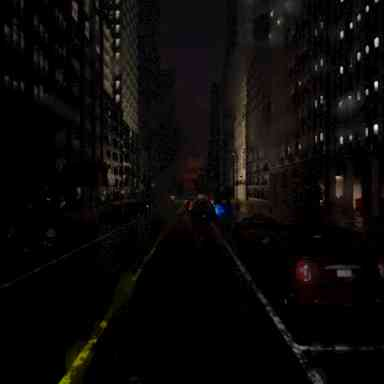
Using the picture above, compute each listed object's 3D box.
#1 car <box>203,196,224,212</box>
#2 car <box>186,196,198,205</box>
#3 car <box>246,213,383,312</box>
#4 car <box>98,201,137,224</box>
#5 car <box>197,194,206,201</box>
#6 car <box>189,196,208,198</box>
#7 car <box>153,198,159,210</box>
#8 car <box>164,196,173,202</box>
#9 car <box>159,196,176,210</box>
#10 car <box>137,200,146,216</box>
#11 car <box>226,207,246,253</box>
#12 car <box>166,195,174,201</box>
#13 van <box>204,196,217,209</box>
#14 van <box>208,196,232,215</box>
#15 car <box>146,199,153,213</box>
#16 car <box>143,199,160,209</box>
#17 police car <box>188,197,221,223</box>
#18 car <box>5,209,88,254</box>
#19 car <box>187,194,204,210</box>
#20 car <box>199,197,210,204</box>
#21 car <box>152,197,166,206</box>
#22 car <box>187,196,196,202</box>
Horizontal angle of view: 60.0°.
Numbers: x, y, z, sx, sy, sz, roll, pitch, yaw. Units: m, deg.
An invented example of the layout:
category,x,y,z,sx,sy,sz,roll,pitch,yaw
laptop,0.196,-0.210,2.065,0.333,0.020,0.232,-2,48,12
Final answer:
category,x,y,z,sx,sy,sz,roll,pitch,yaw
car,2.642,1.401,41.886,2.192,1.841,5.009,-1,0,0
car,-0.058,1.618,61.872,2.128,1.511,4.902,0,0,0
car,2.675,1.456,7.784,1.967,1.590,4.097,-1,0,0
car,-5.721,1.602,24.827,2.008,1.369,4.403,-1,0,0
car,2.594,1.504,93.039,2.192,1.841,5.009,-1,0,0
car,0.867,1.552,35.863,1.882,1.535,5.008,0,0,0
car,-5.737,1.637,41.878,2.008,1.369,4.403,-1,0,0
car,-5.773,1.748,81.663,1.802,1.307,4.206,-1,0,0
car,-3.127,1.656,44.594,1.994,1.385,4.181,0,0,0
car,-5.726,1.629,30.510,1.947,1.339,4.313,-1,0,0
car,2.670,1.553,13.637,1.752,1.417,4.829,-1,0,0
car,-5.780,1.618,87.347,1.967,1.590,4.097,-1,0,0
van,2.637,1.439,47.570,1.690,1.788,3.998,-1,0,0
van,2.653,1.404,30.519,1.690,1.788,3.998,-1,0,0
car,-5.731,1.619,36.194,1.887,1.381,4.507,-1,0,0
car,-5.742,1.680,47.561,1.802,1.307,4.206,-1,0,0
police car,0.876,1.479,25.973,1.930,1.638,5.238,0,0,0
car,-5.711,1.468,13.460,1.967,1.590,4.097,-1,0,0
car,0.500,1.436,41.739,2.097,1.767,4.553,0,0,-6
car,2.618,1.694,70.303,2.008,1.369,4.403,-1,0,0
car,-5.753,1.672,58.929,2.008,1.369,4.403,-1,0,0
car,-0.071,1.642,76.902,1.895,1.301,4.718,0,0,0
